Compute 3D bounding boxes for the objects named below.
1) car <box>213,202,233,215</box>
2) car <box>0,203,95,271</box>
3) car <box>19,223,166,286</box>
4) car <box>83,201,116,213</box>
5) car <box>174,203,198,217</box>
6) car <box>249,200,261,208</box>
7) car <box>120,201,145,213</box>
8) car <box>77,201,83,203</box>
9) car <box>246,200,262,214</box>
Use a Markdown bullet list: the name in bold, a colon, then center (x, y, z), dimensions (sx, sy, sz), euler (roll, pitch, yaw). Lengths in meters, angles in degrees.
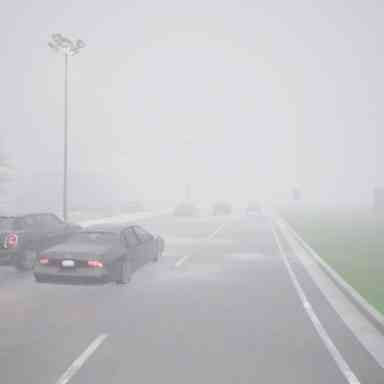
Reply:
- **car**: center (3.637, 1.898, 39.265), dimensions (1.837, 1.490, 4.892), euler (0, -1, 12)
- **car**: center (-5.434, 1.441, 11.374), dimensions (2.097, 1.767, 4.553), euler (0, -1, 9)
- **car**: center (-2.270, 1.633, 9.745), dimensions (2.033, 1.411, 5.357), euler (0, -1, 10)
- **car**: center (-11.379, 1.956, 41.675), dimensions (1.895, 1.301, 4.718), euler (0, -1, 12)
- **car**: center (-0.621, 1.907, 35.910), dimensions (1.994, 1.385, 4.181), euler (0, -1, 12)
- **car**: center (11.492, 2.178, 60.682), dimensions (2.033, 1.411, 5.357), euler (0, -1, 12)
- **car**: center (-7.566, 1.889, 42.829), dimensions (1.837, 1.490, 4.892), euler (0, -1, 12)
- **car**: center (-14.474, 1.929, 43.973), dimensions (1.994, 1.385, 4.181), euler (0, -1, 12)
- **car**: center (7.910, 1.990, 42.687), dimensions (2.033, 1.411, 5.357), euler (0, -1, 12)
